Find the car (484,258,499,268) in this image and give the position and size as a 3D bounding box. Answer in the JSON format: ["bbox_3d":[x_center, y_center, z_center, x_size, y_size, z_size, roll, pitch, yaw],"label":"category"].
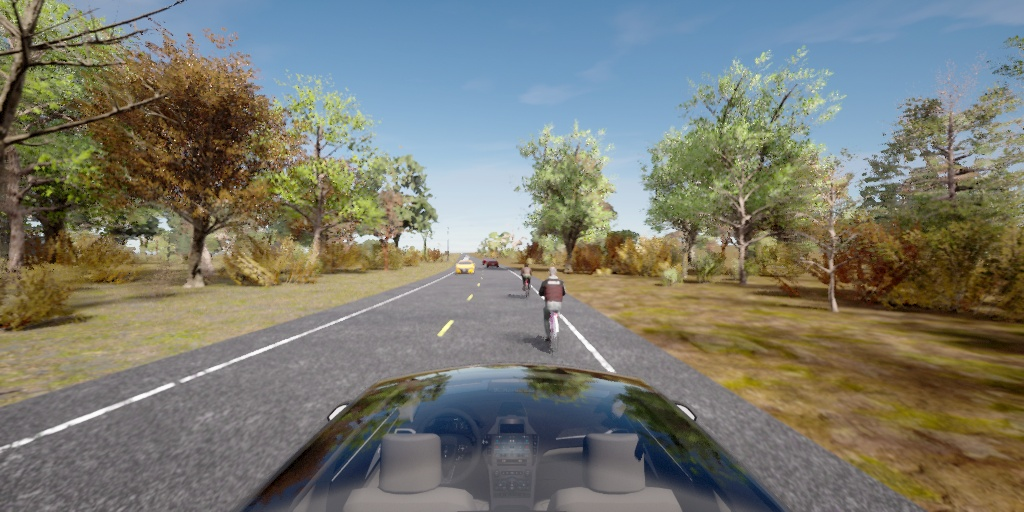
[{"bbox_3d":[-3.320,1.153,60.270,1.882,1.535,5.008,0,0,-6],"label":"car"}]

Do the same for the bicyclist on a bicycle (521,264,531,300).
[{"bbox_3d":[0.686,1.201,16.869,0.582,1.620,1.656,0,0,-2],"label":"bicyclist on a bicycle"}]

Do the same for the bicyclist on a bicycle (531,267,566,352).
[{"bbox_3d":[0.888,1.120,8.030,0.659,1.776,1.843,0,0,-1],"label":"bicyclist on a bicycle"}]

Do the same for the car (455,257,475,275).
[{"bbox_3d":[-5.027,1.204,38.810,1.882,1.535,5.008,0,0,-4],"label":"car"}]
